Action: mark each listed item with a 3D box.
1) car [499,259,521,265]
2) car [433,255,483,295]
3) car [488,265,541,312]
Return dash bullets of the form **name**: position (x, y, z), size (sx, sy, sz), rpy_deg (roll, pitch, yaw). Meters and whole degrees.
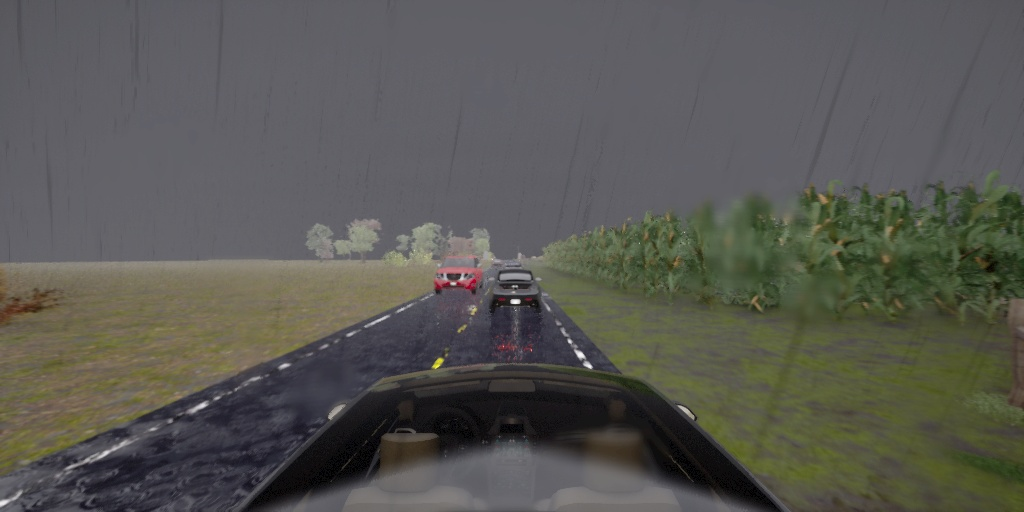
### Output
- **car**: position (0.132, 1.252, 34.008), size (2.128, 1.511, 4.902), rpy_deg (0, 0, 0)
- **car**: position (-2.832, 0.974, 20.088), size (2.150, 2.045, 5.566), rpy_deg (0, 0, 0)
- **car**: position (0.115, 1.259, 14.239), size (1.837, 1.490, 4.892), rpy_deg (0, 0, 0)
